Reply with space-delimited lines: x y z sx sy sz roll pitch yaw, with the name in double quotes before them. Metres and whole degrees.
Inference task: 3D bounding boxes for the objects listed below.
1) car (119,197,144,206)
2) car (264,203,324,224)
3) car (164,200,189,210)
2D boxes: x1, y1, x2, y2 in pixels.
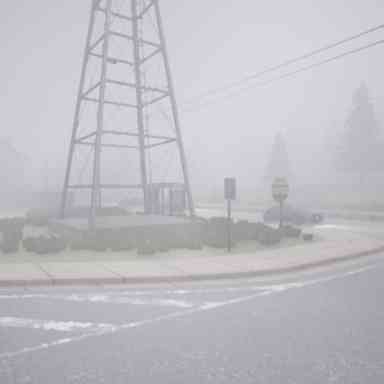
"car" -8.022 1.414 47.362 5.008 1.535 1.882 0 0 17
"car" 6.989 1.505 23.305 1.994 1.385 4.181 0 0 -36
"car" -1.758 1.549 36.173 1.895 1.301 4.718 0 0 -35
